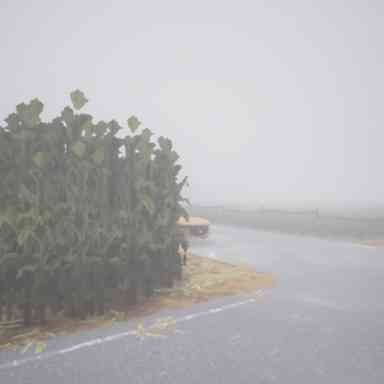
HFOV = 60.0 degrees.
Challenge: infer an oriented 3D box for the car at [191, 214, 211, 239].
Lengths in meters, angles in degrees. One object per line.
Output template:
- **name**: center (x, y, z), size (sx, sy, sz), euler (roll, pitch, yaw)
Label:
- **car**: center (-1.050, 1.493, 16.994), size (1.882, 1.535, 5.008), euler (0, 0, -35)
